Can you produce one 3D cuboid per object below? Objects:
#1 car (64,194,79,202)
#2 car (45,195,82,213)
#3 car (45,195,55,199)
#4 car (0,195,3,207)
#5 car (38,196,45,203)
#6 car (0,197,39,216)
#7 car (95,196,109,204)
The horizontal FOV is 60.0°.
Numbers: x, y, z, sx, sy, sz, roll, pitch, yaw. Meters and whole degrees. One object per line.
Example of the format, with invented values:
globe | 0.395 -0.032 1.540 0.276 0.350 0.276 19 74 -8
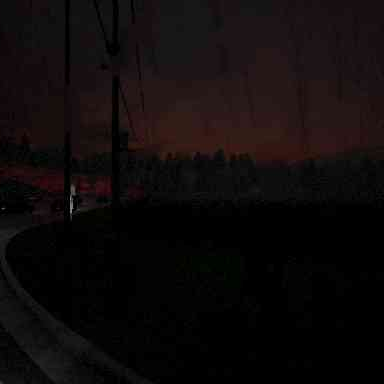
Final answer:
car | -24.887 1.272 68.909 1.837 1.490 4.892 0 0 -6
car | -14.125 1.458 36.870 2.128 1.511 4.902 0 0 -6
car | -23.778 1.298 59.077 2.097 1.767 4.553 0 0 -6
car | -29.491 1.300 48.168 2.097 1.767 4.553 0 0 -6
car | -27.948 1.417 65.407 1.882 1.535 5.008 0 0 -6
car | -17.147 1.514 32.399 2.033 1.411 5.357 0 0 -6
car | -17.139 1.473 63.593 1.812 1.442 4.674 0 0 -6
